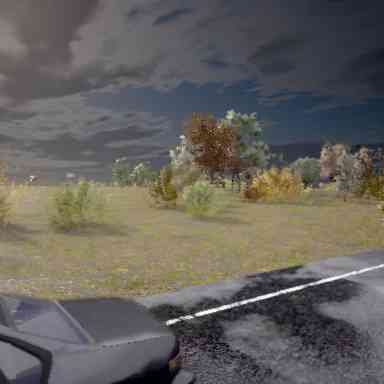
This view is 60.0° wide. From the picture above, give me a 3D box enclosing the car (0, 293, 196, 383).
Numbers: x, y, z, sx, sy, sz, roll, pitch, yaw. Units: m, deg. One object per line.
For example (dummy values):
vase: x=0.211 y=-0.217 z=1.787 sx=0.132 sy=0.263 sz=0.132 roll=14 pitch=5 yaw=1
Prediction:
car: x=-2.538 y=1.547 z=2.180 sx=5.357 sy=1.411 sz=2.033 roll=0 pitch=0 yaw=-36
